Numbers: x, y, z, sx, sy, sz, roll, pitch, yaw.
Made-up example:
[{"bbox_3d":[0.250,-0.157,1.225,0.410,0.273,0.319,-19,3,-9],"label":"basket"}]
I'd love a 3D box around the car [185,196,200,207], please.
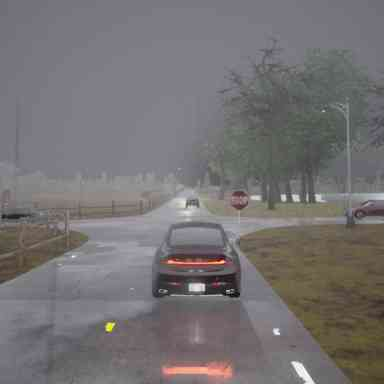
[{"bbox_3d":[0.078,1.404,48.028,1.837,1.490,4.892,0,0,0],"label":"car"}]

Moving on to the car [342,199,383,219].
[{"bbox_3d":[14.075,1.300,25.683,4.674,1.442,1.812,-1,-1,0],"label":"car"}]

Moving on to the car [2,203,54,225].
[{"bbox_3d":[-11.863,1.470,22.459,4.902,1.511,2.128,0,-1,2],"label":"car"}]

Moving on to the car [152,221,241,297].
[{"bbox_3d":[0.095,1.506,8.532,1.837,1.490,4.892,0,0,0],"label":"car"}]
